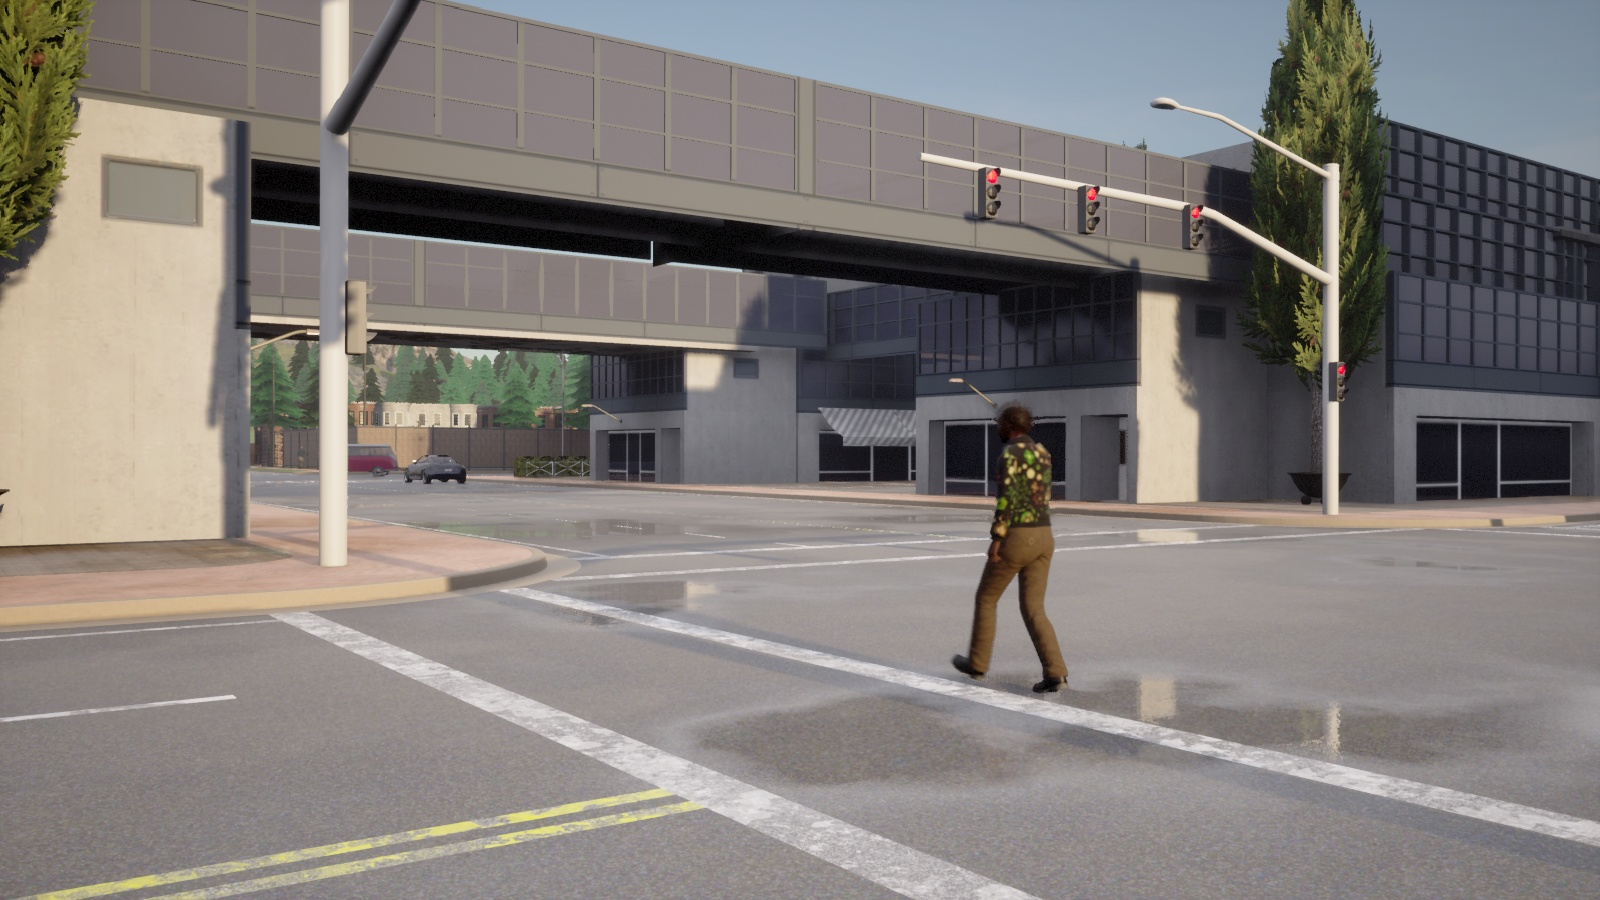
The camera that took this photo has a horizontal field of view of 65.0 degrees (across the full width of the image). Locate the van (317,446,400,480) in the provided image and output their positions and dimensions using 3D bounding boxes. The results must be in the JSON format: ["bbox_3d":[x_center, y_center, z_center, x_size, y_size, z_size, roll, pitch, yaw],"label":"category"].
[{"bbox_3d":[-26.176,0.735,74.571,4.442,1.987,1.775,0,0,-9],"label":"van"}]

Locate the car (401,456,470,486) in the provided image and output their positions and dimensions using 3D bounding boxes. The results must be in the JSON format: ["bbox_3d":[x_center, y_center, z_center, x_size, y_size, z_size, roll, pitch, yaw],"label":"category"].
[{"bbox_3d":[-17.685,0.995,60.802,1.994,1.385,4.181,0,0,-34],"label":"car"}]

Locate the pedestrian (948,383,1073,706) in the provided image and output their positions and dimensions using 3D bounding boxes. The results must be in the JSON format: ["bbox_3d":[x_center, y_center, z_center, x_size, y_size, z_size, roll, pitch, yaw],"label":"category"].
[{"bbox_3d":[1.316,0.564,7.890,0.395,1.930,0.692,0,0,-35],"label":"pedestrian"}]
